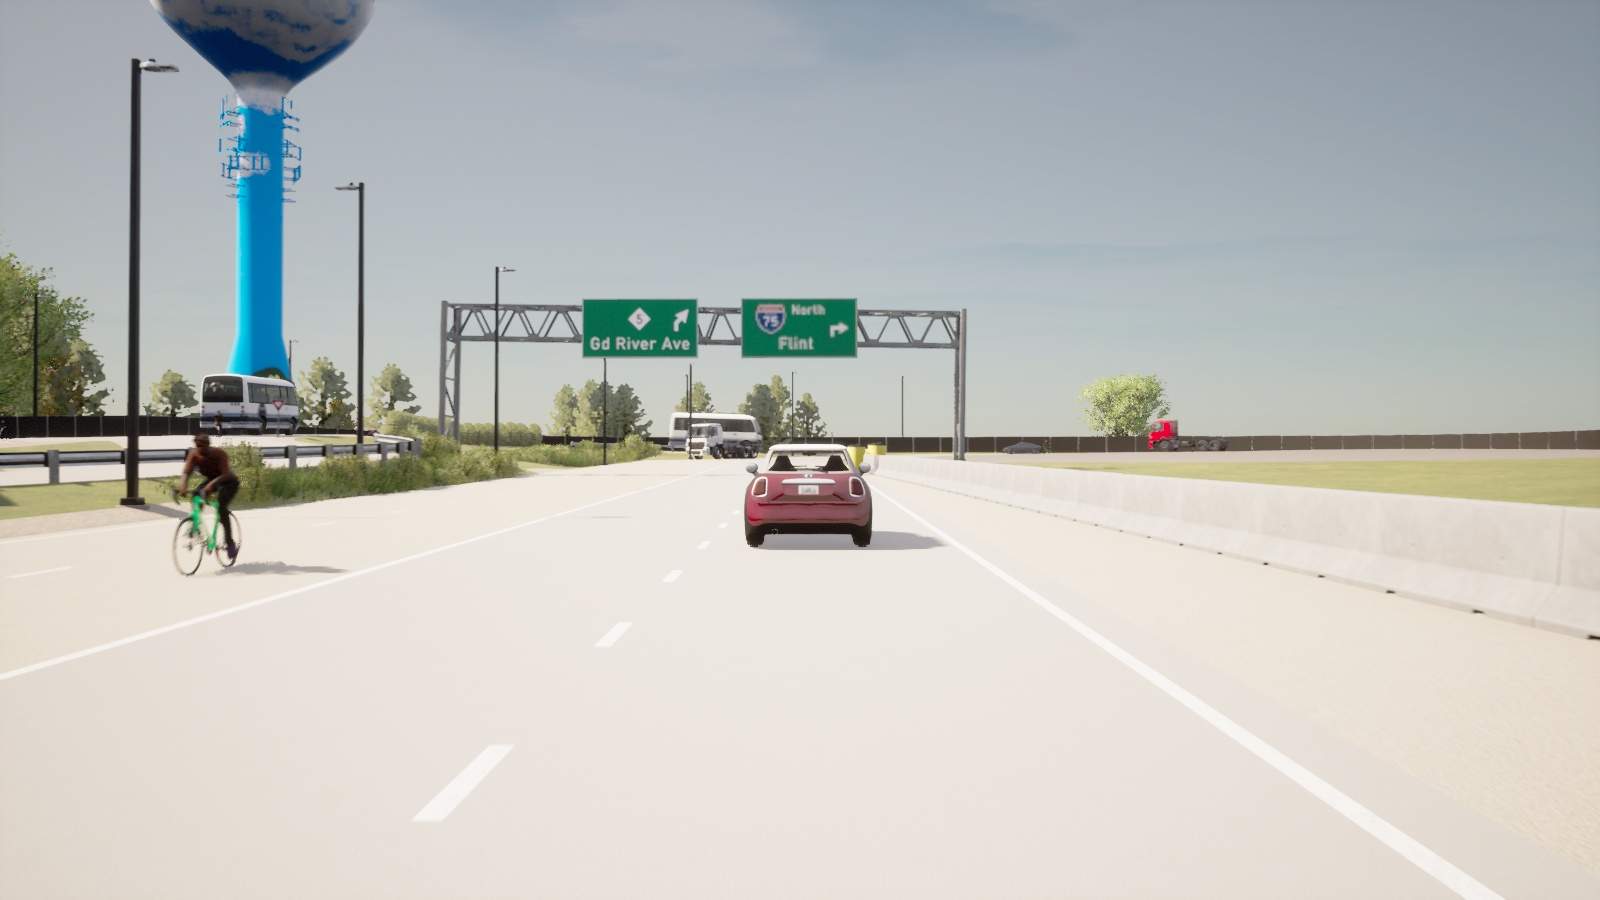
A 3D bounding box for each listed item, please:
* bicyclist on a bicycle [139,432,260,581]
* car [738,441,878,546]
[{"bbox_3d":[-6.902,0.611,14.515,0.582,1.620,1.656,0,1,0],"label":"bicyclist on a bicycle"},{"bbox_3d":[0.127,0.602,19.545,1.970,1.475,3.806,0,0,0],"label":"car"}]
